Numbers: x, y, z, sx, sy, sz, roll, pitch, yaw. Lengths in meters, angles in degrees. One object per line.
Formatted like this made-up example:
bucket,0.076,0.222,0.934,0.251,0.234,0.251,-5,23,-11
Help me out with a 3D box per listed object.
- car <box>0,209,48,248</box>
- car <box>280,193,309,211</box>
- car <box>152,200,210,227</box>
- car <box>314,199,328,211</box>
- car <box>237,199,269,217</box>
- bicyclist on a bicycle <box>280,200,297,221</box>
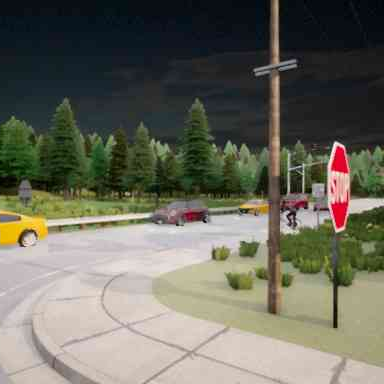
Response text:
car,-8.160,1.469,12.788,1.882,1.535,5.008,0,0,36
car,12.448,1.211,40.577,2.150,2.045,5.566,0,0,37
car,-0.687,1.342,22.889,2.097,1.767,4.553,0,0,36
car,15.722,1.558,38.849,1.994,1.385,4.181,0,0,36
car,6.193,1.469,32.179,1.882,1.535,5.008,0,0,37
bicyclist on a bicycle,5.239,1.297,18.318,1.656,1.620,0.582,0,0,36
